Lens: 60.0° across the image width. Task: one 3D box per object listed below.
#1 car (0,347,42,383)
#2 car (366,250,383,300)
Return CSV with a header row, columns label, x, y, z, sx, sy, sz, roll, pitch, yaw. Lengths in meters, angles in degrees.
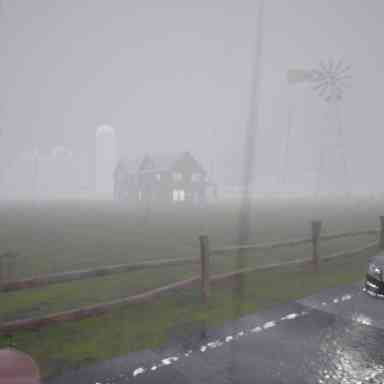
label,x,y,z,sx,sy,sz,roll,pitch,yaw
car,-2.858,1.550,0.997,4.674,1.442,1.812,0,0,-37
car,5.620,1.440,7.154,4.902,1.511,2.128,-1,0,-36
